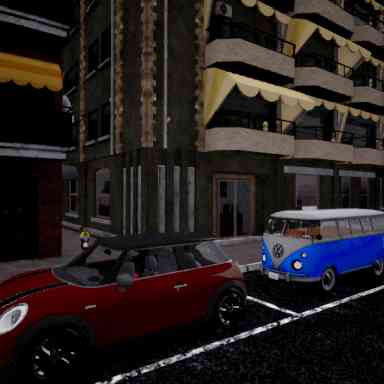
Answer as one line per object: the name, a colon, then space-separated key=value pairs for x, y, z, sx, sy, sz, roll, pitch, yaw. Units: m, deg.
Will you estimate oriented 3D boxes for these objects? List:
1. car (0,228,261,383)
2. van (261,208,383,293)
car: x=-1.108 y=1.440 z=5.304 sx=4.097 sy=1.590 sz=1.967 roll=0 pitch=0 yaw=-36
van: x=3.524 y=1.343 z=8.609 sx=3.998 sy=1.788 sz=1.690 roll=0 pitch=0 yaw=-36
